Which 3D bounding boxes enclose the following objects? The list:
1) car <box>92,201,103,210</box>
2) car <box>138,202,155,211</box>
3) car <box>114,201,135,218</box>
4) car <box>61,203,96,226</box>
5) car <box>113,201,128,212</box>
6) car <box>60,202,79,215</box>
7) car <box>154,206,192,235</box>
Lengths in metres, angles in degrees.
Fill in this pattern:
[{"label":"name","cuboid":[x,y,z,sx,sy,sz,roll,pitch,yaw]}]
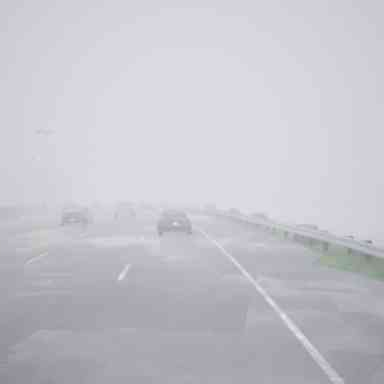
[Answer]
[{"label":"car","cuboid":[-15.256,2.164,52.981,2.033,1.411,5.357,0,-1,-18]},{"label":"car","cuboid":[-6.675,2.098,48.341,1.895,1.301,4.718,0,-1,-16]},{"label":"car","cuboid":[-7.250,1.742,35.836,2.097,1.767,4.553,0,-1,-12]},{"label":"car","cuboid":[-8.942,1.842,26.070,1.812,1.442,4.674,0,0,-9]},{"label":"car","cuboid":[-10.431,2.059,48.589,1.812,1.442,4.674,0,0,-16]},{"label":"car","cuboid":[-15.649,2.075,42.734,2.033,1.411,5.357,0,-1,-17]},{"label":"car","cuboid":[-1.156,1.760,20.419,1.994,1.385,4.181,0,0,-7]}]
